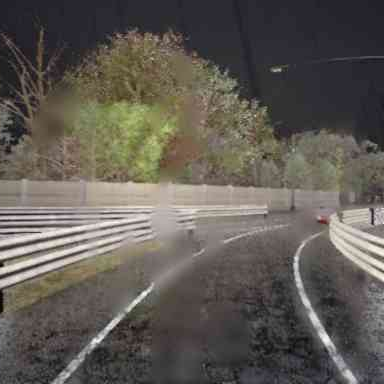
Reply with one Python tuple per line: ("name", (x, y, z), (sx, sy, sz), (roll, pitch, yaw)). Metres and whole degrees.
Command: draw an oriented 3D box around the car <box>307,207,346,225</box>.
("car", (10.729, 1.899, 26.324), (1.994, 1.385, 4.181), (0, -1, 39))
